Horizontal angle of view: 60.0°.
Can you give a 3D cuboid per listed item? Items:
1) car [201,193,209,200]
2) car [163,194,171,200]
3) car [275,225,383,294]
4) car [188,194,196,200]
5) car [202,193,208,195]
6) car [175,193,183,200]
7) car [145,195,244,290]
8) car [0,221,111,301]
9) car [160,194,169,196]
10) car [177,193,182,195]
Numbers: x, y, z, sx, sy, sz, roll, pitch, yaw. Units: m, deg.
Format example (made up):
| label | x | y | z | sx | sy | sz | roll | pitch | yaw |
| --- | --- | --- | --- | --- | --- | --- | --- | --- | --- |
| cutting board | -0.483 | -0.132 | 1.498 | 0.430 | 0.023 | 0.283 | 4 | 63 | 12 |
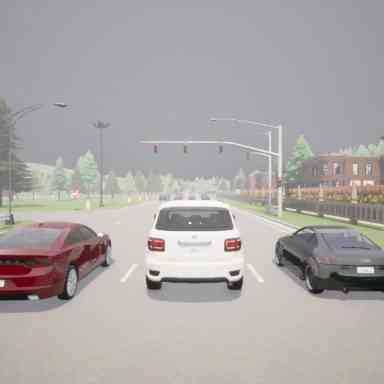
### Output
| label | x | y | z | sx | sy | sz | roll | pitch | yaw |
| --- | --- | --- | --- | --- | --- | --- | --- | --- | --- |
| car | 3.518 | 1.187 | 92.064 | 2.097 | 1.767 | 4.553 | 0 | 0 | 0 |
| car | -6.982 | 1.332 | 92.096 | 1.837 | 1.490 | 4.892 | 0 | 0 | 0 |
| car | 3.566 | 1.564 | 8.806 | 1.994 | 1.385 | 4.181 | 0 | 0 | 0 |
| car | 0.018 | 1.372 | 92.095 | 2.033 | 1.411 | 5.357 | 0 | 0 | 0 |
| car | 3.516 | 1.587 | 82.121 | 1.895 | 1.301 | 4.718 | 0 | 0 | 0 |
| car | -3.482 | 1.187 | 92.065 | 2.097 | 1.767 | 4.553 | 0 | 0 | 0 |
| car | 0.068 | 1.221 | 9.219 | 2.150 | 2.045 | 5.566 | 0 | 0 | 0 |
| car | -3.438 | 1.478 | 8.411 | 1.882 | 1.535 | 5.008 | 0 | 0 | 0 |
| car | -6.984 | 1.347 | 82.063 | 2.097 | 1.767 | 4.553 | 0 | 0 | 0 |
| car | -3.484 | 1.516 | 82.092 | 1.812 | 1.442 | 4.674 | 0 | 0 | 0 |
